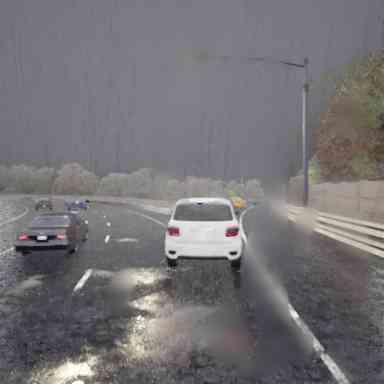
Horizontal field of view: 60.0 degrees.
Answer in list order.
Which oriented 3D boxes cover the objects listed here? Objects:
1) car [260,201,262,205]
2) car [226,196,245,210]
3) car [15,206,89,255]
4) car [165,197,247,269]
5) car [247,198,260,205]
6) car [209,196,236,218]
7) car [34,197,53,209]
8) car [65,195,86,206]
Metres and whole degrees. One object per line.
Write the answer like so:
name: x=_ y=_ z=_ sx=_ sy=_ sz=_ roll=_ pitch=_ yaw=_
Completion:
car: x=16.243 y=2.730 z=82.422 sx=1.837 sy=1.490 sz=4.892 roll=0 pitch=-4 yaw=17
car: x=5.697 y=1.390 z=43.088 sx=1.882 sy=1.535 sz=5.008 roll=0 pitch=0 yaw=14
car: x=-5.282 y=1.514 z=13.162 sx=2.033 sy=1.411 sz=5.357 roll=0 pitch=0 yaw=-11
car: x=0.453 y=1.197 z=11.306 sx=2.150 sy=2.045 sz=5.566 roll=0 pitch=0 yaw=4
car: x=12.292 y=1.932 z=68.558 sx=2.033 sy=1.411 sz=5.357 roll=0 pitch=-2 yaw=15
car: x=2.913 y=1.288 z=30.761 sx=2.097 sy=1.767 sz=4.553 roll=0 pitch=0 yaw=10
car: x=-18.348 y=1.400 z=41.059 sx=1.837 sy=1.490 sz=4.892 roll=0 pitch=0 yaw=-26
car: x=-14.284 y=1.252 z=40.672 sx=2.097 sy=1.767 sz=4.553 roll=0 pitch=0 yaw=-25
